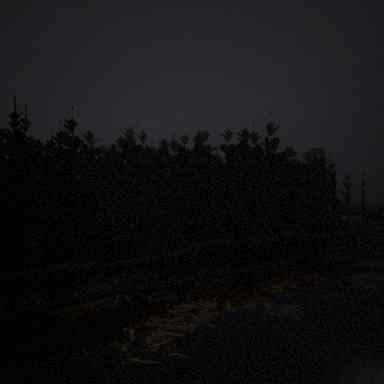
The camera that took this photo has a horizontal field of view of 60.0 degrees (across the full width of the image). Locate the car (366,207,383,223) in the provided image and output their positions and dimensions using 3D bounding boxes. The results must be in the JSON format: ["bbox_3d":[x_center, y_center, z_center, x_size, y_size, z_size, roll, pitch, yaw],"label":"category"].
[{"bbox_3d":[14.024,1.601,22.080,1.895,1.301,4.718,0,0,-34],"label":"car"}]
